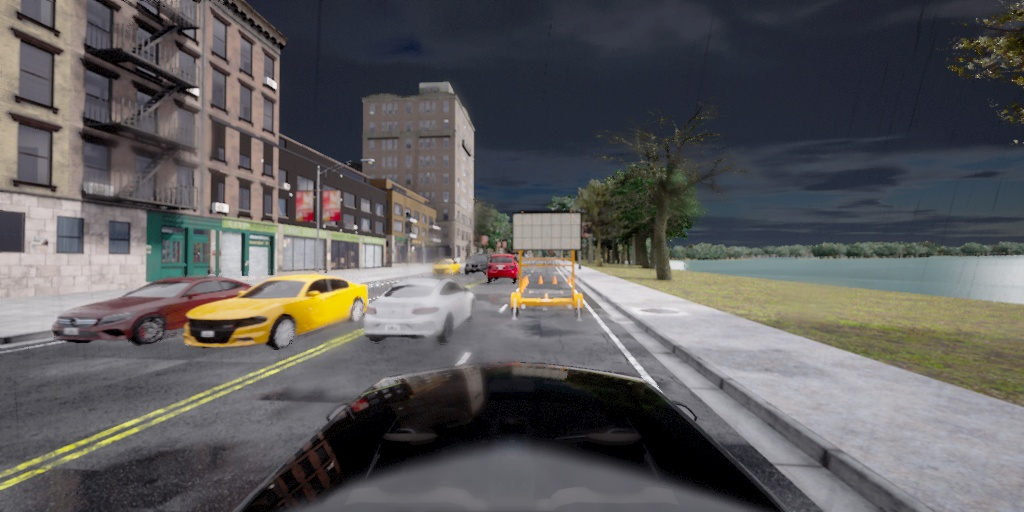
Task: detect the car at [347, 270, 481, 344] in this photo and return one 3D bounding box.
[{"bbox_3d":[-2.224,1.288,9.605,1.812,1.442,4.674,0,0,5],"label":"car"}]

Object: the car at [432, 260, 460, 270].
[{"bbox_3d":[-6.493,1.151,35.969,1.882,1.535,5.008,0,0,5],"label":"car"}]

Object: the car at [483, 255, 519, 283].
[{"bbox_3d":[-0.546,0.925,27.603,2.150,2.045,5.566,0,1,5],"label":"car"}]

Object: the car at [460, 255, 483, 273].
[{"bbox_3d":[-3.232,0.889,35.942,2.150,2.045,5.566,0,0,5],"label":"car"}]

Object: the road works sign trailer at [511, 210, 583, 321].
[{"bbox_3d":[1.214,0.218,12.546,2.380,3.560,2.880,0,0,5],"label":"road works sign trailer"}]

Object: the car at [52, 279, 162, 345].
[{"bbox_3d":[-8.937,1.297,9.769,1.812,1.442,4.674,0,0,5],"label":"car"}]

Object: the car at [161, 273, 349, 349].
[{"bbox_3d":[-5.701,1.245,9.478,1.882,1.535,5.008,0,0,5],"label":"car"}]
